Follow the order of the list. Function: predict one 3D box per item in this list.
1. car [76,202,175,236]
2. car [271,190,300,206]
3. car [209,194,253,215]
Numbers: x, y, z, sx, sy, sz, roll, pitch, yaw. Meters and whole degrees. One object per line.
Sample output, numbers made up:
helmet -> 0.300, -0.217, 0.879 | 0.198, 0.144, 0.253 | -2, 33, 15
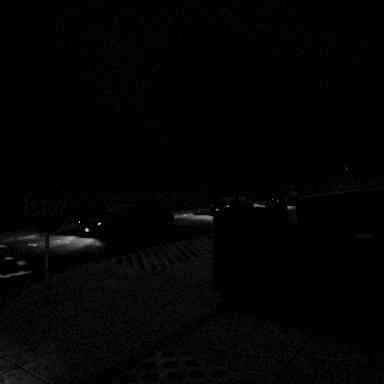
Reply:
car -> -3.113, 1.230, 16.885 | 2.033, 1.411, 5.357 | 0, 1, 36
car -> 9.923, 0.605, 35.169 | 1.837, 1.490, 4.892 | 0, 2, 36
car -> 3.141, 0.933, 25.666 | 1.812, 1.442, 4.674 | 0, 2, 36
